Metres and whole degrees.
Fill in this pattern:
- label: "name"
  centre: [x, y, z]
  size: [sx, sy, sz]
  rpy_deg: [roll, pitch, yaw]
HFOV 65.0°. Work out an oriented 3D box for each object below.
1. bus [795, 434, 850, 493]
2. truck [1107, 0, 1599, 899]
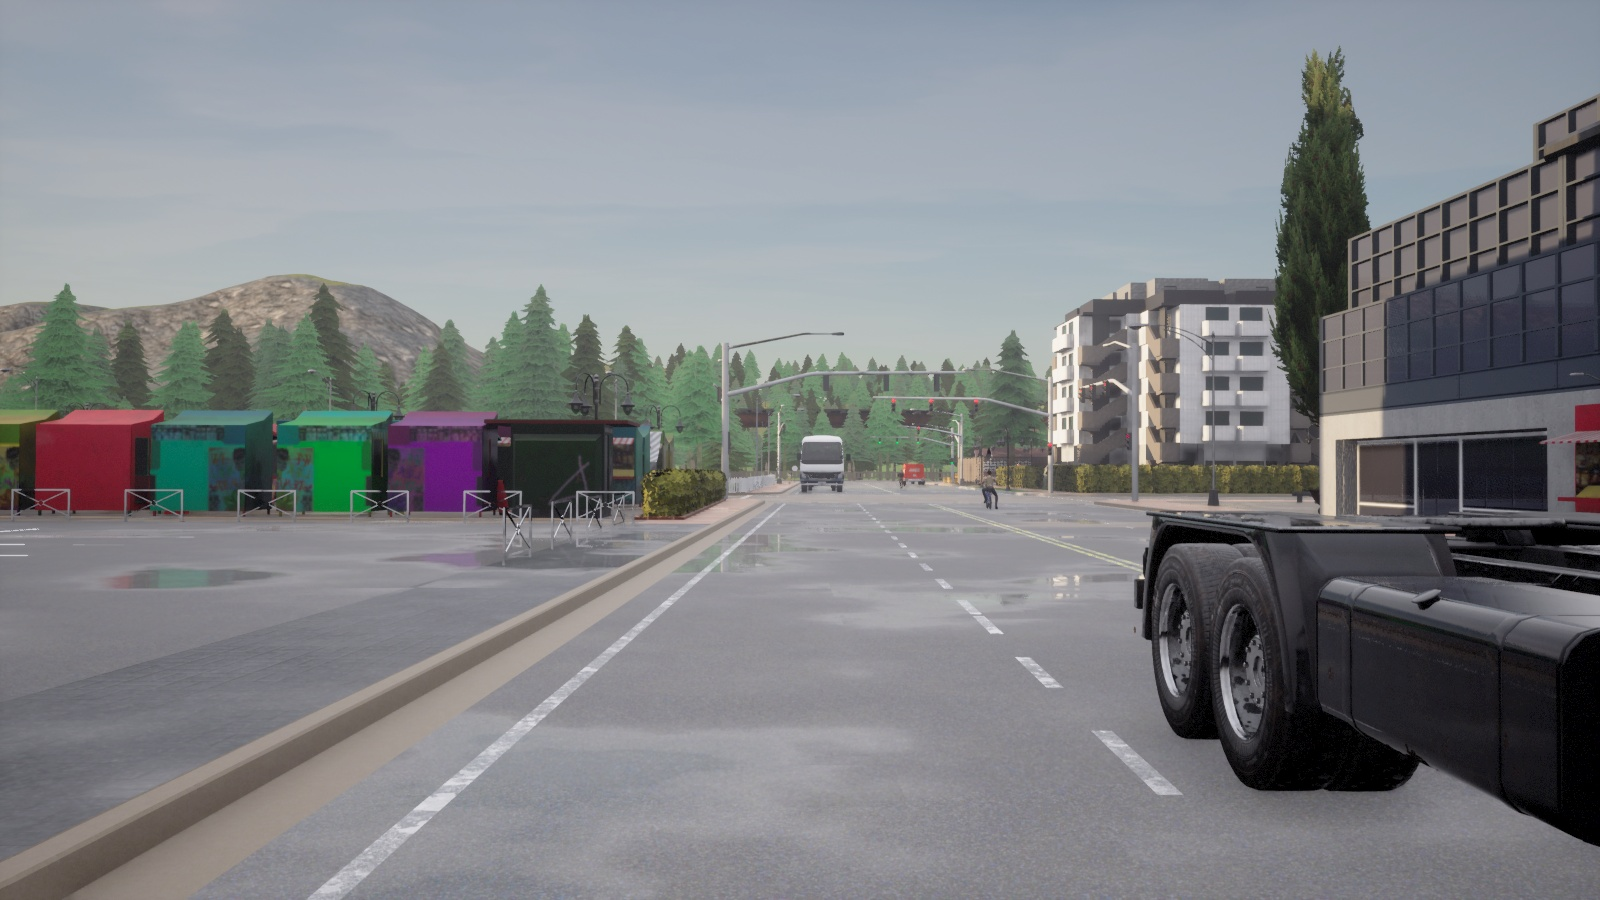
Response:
- label: "bus"
  centre: [1.699, 1.041, 96.112]
  size: [3.944, 4.253, 10.273]
  rpy_deg: [0, -1, 1]
- label: "truck"
  centre: [3.537, -0.102, 4.747]
  size: [2.891, 3.462, 7.936]
  rpy_deg: [0, -1, 1]
